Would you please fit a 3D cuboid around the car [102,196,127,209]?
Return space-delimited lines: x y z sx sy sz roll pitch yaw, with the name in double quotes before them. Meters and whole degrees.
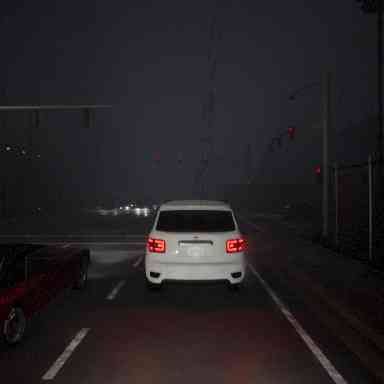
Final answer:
"car" -10.505 1.352 44.595 2.097 1.767 4.553 0 0 0

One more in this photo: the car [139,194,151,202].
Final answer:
"car" -10.353 1.354 73.188 2.097 1.767 4.553 0 0 0

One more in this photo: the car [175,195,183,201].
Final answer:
"car" -3.327 1.540 86.037 2.033 1.411 5.357 0 0 0

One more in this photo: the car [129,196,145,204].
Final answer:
"car" -10.424 1.491 63.140 2.128 1.511 4.902 0 0 1

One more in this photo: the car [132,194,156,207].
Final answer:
"car" -6.989 1.491 48.983 2.128 1.511 4.902 0 0 0

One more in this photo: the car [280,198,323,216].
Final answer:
"car" 11.016 1.407 32.677 4.553 1.767 2.097 0 0 0

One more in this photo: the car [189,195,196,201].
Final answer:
"car" 0.173 1.524 86.152 1.812 1.442 4.674 0 0 0

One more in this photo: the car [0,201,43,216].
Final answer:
"car" -16.973 1.618 32.674 4.181 1.385 1.994 0 0 0

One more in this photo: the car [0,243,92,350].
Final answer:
"car" -3.430 1.601 6.173 1.895 1.301 4.718 0 0 1

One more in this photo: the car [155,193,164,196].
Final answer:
"car" -6.862 1.221 68.956 2.150 2.045 5.566 0 0 0

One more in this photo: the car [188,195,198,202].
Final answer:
"car" 0.157 1.523 75.750 2.128 1.511 4.902 0 0 0

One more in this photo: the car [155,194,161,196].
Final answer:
"car" -6.959 1.525 58.242 1.812 1.442 4.674 0 0 0

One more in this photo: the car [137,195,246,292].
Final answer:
"car" 0.090 1.221 9.097 2.150 2.045 5.566 0 0 0

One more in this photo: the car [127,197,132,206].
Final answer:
"car" -10.483 1.491 53.748 2.128 1.511 4.902 0 0 0
